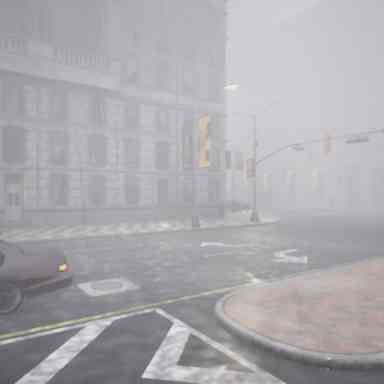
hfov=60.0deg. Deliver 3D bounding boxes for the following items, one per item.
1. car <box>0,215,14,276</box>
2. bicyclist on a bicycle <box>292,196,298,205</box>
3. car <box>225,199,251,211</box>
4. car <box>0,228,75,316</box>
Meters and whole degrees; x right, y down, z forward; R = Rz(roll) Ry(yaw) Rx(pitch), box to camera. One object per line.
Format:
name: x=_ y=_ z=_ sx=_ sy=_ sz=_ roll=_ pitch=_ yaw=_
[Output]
car: x=-7.493 y=1.486 z=8.547 sx=4.902 sy=1.511 sz=2.128 roll=0 pitch=0 yaw=-36
bicyclist on a bicycle: x=17.749 y=1.459 z=57.067 sx=1.656 sy=1.620 sz=0.582 roll=0 pitch=0 yaw=-35
car: x=5.585 y=1.660 z=43.086 sx=1.994 sy=1.385 sz=4.181 roll=0 pitch=0 yaw=-35
car: x=-4.998 y=1.544 z=5.989 sx=5.357 sy=1.411 sz=2.033 roll=0 pitch=0 yaw=-34
